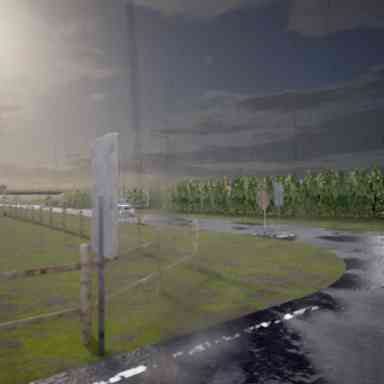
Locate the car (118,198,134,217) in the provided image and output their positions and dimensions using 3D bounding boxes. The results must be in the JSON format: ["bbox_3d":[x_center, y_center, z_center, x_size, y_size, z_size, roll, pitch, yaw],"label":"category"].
[{"bbox_3d":[-8.439,1.722,37.153,2.150,2.045,5.566,0,-1,-35],"label":"car"}]
